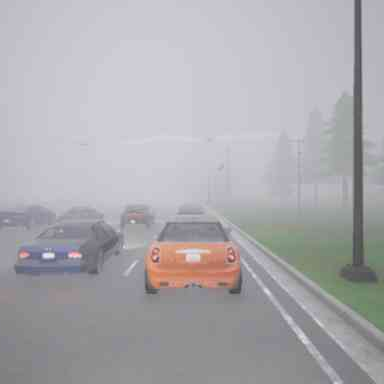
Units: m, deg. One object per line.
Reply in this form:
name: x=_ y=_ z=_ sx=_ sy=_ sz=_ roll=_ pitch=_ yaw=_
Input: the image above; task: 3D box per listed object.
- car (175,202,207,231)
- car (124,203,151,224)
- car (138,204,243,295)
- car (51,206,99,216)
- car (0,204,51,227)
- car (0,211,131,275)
car: x=-0.060 y=1.506 z=21.977 sx=1.882 sy=1.535 sz=5.008 roll=0 pitch=0 yaw=0
car: x=-3.565 y=1.535 z=22.398 sx=1.837 sy=1.490 sz=4.892 roll=0 pitch=0 yaw=0
car: x=0.033 y=1.364 z=8.930 sx=2.097 sy=1.767 sz=4.553 roll=0 pitch=0 yaw=0
car: x=-7.059 y=1.595 z=21.426 sx=1.994 sy=1.385 sz=4.181 roll=0 pitch=0 yaw=0
car: x=-10.558 y=1.511 z=21.492 sx=1.882 sy=1.535 sz=5.008 roll=0 pitch=0 yaw=0
car: x=-3.459 y=1.563 z=10.416 sx=2.033 sy=1.411 sz=5.357 roll=0 pitch=0 yaw=-1
